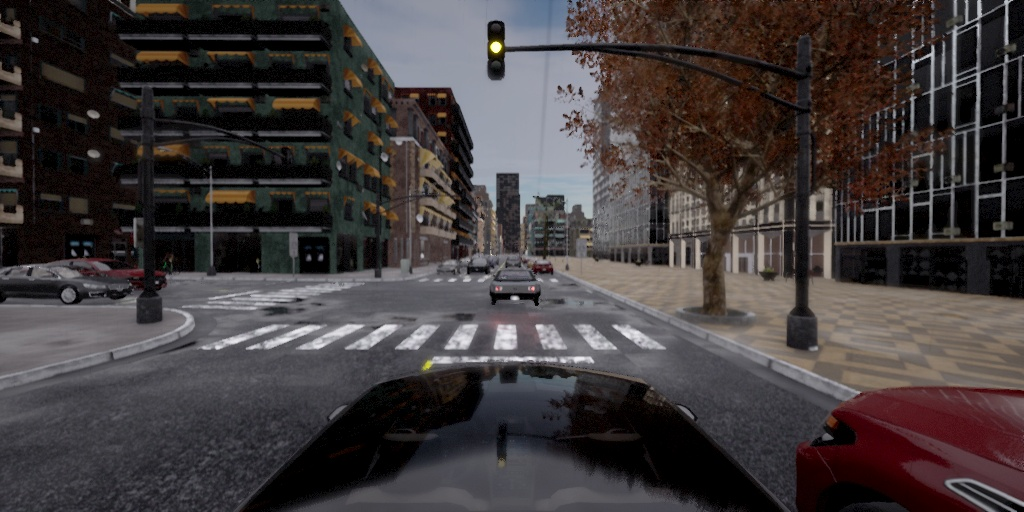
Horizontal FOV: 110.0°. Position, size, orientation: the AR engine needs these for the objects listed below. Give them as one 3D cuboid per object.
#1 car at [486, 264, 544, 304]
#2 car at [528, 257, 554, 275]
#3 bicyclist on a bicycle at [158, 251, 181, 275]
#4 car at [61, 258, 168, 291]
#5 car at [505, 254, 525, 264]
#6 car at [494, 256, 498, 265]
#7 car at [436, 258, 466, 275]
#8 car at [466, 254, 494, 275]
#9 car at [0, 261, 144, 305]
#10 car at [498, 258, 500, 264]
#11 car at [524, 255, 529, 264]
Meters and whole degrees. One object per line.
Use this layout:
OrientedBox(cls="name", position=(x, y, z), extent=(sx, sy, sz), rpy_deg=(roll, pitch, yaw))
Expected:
OrientedBox(cls="car", position=(0.117, 1.202, 15.200), extent=(1.895, 1.301, 4.718), rpy_deg=(0, 1, 0))
OrientedBox(cls="car", position=(2.732, 0.963, 32.383), extent=(1.888, 1.381, 4.507), rpy_deg=(0, 0, 0))
OrientedBox(cls="bicyclist on a bicycle", position=(-23.138, 0.509, 24.249), extent=(0.582, 1.620, 1.656), rpy_deg=(1, 1, -1))
OrientedBox(cls="car", position=(-17.954, 0.845, 15.559), extent=(5.008, 1.535, 1.882), rpy_deg=(1, 1, -1))
OrientedBox(cls="car", position=(0.157, 0.784, 44.591), extent=(2.128, 1.511, 4.902), rpy_deg=(0, 1, 0))
OrientedBox(cls="car", position=(-3.025, 0.903, 43.694), extent=(1.895, 1.301, 4.718), rpy_deg=(0, 1, 0))
OrientedBox(cls="car", position=(-5.648, 0.968, 32.395), extent=(2.007, 1.370, 4.403), rpy_deg=(0, 0, 0))
OrientedBox(cls="car", position=(-3.051, 0.882, 33.670), extent=(1.882, 1.535, 5.008), rpy_deg=(0, 1, 0))
OrientedBox(cls="car", position=(-16.420, 0.965, 12.992), extent=(4.403, 1.370, 2.007), rpy_deg=(0, 0, 0))
OrientedBox(cls="car", position=(-2.986, 0.670, 56.058), extent=(2.128, 1.511, 4.902), rpy_deg=(0, 1, 0))
OrientedBox(cls="car", position=(2.747, 0.830, 43.618), extent=(1.751, 1.417, 4.829), rpy_deg=(0, 0, 0))
